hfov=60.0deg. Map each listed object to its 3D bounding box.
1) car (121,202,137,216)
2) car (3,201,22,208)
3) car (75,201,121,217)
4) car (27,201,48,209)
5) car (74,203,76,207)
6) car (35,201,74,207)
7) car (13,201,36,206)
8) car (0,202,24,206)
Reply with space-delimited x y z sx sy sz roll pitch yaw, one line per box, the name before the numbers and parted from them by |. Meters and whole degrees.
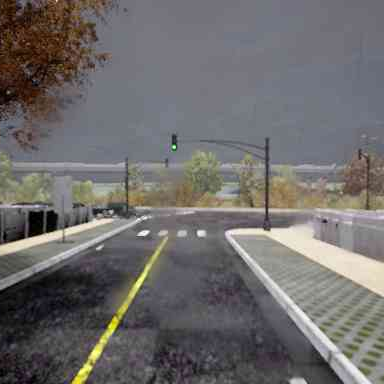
car | -9.164 2.021 42.411 4.553 1.767 2.097 -1 1 36
car | -38.999 2.637 72.232 4.718 1.301 1.895 -1 1 36
car | -11.303 2.240 39.951 4.902 1.511 2.128 -1 1 36
car | -30.872 2.509 66.331 4.674 1.442 1.812 -1 1 36
car | -16.341 2.304 47.630 4.892 1.490 1.837 -1 1 36
car | -18.760 2.237 45.367 4.553 1.767 2.097 -1 1 36
car | -27.688 2.535 55.925 4.674 1.442 1.812 -1 0 37
car | -29.400 2.681 53.145 4.718 1.301 1.895 -1 1 36
